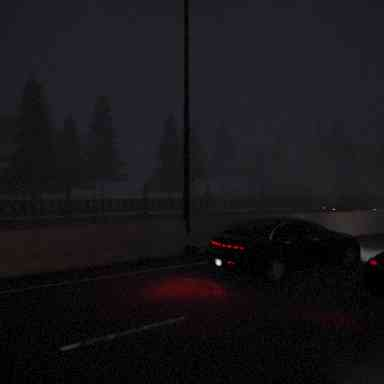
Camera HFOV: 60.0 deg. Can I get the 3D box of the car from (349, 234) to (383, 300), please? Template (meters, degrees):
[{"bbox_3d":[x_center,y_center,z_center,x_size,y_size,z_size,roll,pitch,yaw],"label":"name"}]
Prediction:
[{"bbox_3d":[5.568,1.516,6.962,4.181,1.385,1.994,0,0,-30],"label":"car"}]

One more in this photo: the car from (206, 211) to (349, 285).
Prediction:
[{"bbox_3d":[2.714,1.450,9.370,4.892,1.490,1.837,0,0,-31],"label":"car"}]
